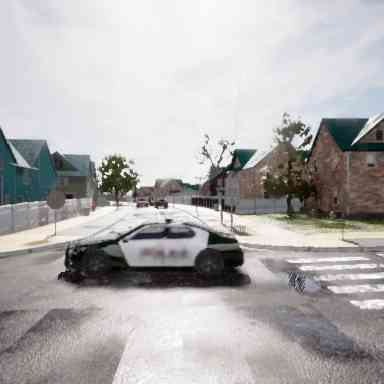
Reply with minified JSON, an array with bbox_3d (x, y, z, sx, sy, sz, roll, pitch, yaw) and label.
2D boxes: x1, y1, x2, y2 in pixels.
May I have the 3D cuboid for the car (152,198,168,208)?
[{"bbox_3d":[-4.853,1.781,52.369,1.837,1.490,4.892,0,-1,-11],"label":"car"}]

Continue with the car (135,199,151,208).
[{"bbox_3d":[-8.388,1.843,55.946,1.812,1.442,4.674,0,-1,-11],"label":"car"}]

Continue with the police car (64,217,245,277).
[{"bbox_3d":[-1.048,1.555,9.741,4.974,1.542,2.038,0,0,-1],"label":"police car"}]
